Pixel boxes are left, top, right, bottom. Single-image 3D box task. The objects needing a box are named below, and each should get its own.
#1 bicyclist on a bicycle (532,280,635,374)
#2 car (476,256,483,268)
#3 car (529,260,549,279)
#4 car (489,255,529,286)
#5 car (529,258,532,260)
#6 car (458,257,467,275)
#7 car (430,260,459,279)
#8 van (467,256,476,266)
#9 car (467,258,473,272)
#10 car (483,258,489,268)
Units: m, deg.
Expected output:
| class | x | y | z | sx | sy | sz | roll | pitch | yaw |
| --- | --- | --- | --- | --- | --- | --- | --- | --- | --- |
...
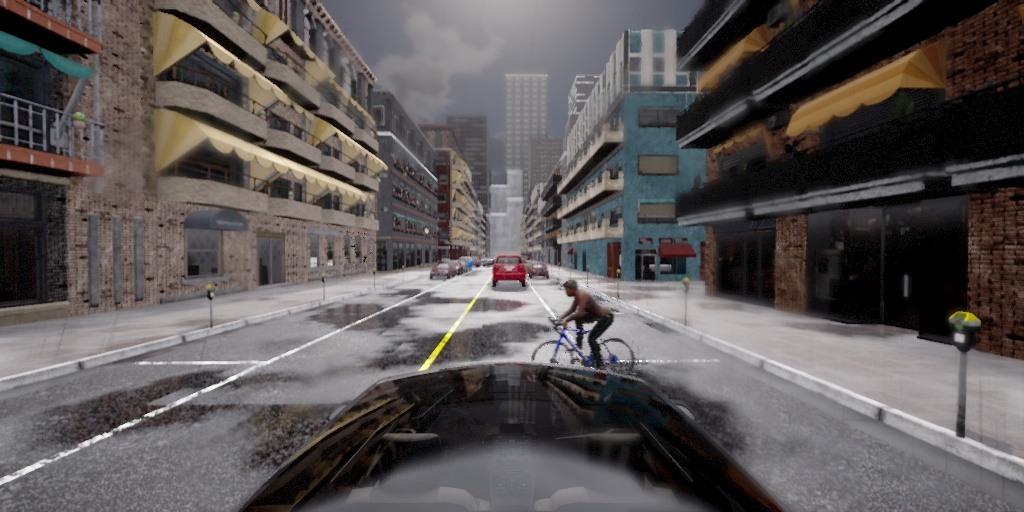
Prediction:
| class | x | y | z | sx | sy | sz | roll | pitch | yaw |
| --- | --- | --- | --- | --- | --- | --- | --- | --- | --- |
| bicyclist on a bicycle | 1.111 | 1.195 | 5.678 | 1.656 | 1.620 | 0.582 | -2 | 0 | -1 |
| car | -6.463 | 0.990 | 59.517 | 2.192 | 1.841 | 5.009 | 0 | 0 | -1 |
| car | 2.292 | 1.293 | 31.596 | 1.802 | 1.307 | 4.207 | 0 | 0 | -1 |
| car | -0.204 | 0.939 | 24.690 | 2.150 | 2.045 | 5.566 | 0 | 0 | -1 |
| car | 2.136 | 1.222 | 42.969 | 1.751 | 1.417 | 4.829 | 0 | 0 | -1 |
| car | -6.133 | 1.143 | 37.111 | 1.967 | 1.591 | 4.097 | 0 | 0 | -1 |
| car | -6.056 | 1.293 | 31.510 | 1.802 | 1.307 | 4.207 | 0 | 0 | -1 |
| van | -6.286 | 1.030 | 48.315 | 1.690 | 1.789 | 3.998 | 0 | 0 | -1 |
| car | -6.209 | 1.247 | 42.713 | 2.007 | 1.370 | 4.403 | 0 | 0 | -1 |
| car | -3.871 | 1.238 | 60.853 | 1.994 | 1.385 | 4.181 | 0 | 0 | 0 |
